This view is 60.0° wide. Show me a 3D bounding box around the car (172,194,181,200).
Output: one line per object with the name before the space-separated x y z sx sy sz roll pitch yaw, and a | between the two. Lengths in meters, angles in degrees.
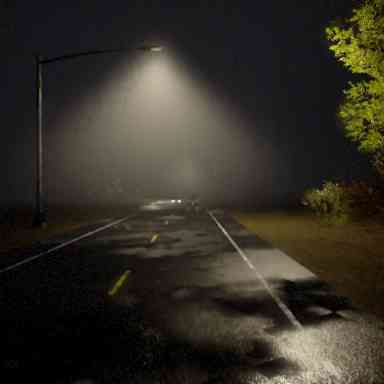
car | -3.507 1.122 74.628 1.895 1.301 4.718 0 0 0

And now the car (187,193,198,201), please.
car | 0.094 1.066 66.994 2.128 1.511 4.902 0 0 0

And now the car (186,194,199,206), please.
car | 0.095 1.290 48.808 1.895 1.301 4.718 0 0 0
